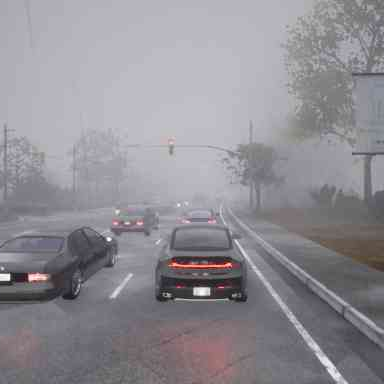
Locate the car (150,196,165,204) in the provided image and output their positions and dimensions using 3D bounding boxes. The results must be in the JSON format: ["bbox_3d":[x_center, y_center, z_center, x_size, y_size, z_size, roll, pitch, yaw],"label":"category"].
[{"bbox_3d":[-6.493,1.526,63.159,1.812,1.442,4.674,0,0,8],"label":"car"}]

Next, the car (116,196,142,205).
[{"bbox_3d":[-8.557,1.352,44.333,2.097,1.767,4.553,0,0,5],"label":"car"}]

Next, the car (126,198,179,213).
[{"bbox_3d":[-4.237,1.601,35.867,4.718,1.301,1.895,0,0,-25],"label":"car"}]

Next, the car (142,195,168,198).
[{"bbox_3d":[-4.959,1.478,45.322,1.882,1.535,5.008,0,0,5],"label":"car"}]

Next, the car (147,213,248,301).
[{"bbox_3d":[0.214,1.505,8.283,1.837,1.490,4.892,0,0,1],"label":"car"}]

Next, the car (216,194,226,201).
[{"bbox_3d":[7.525,1.393,85.393,2.128,1.511,4.902,0,0,10],"label":"car"}]

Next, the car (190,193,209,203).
[{"bbox_3d":[1.588,1.217,69.623,2.150,2.045,5.566,0,-1,8],"label":"car"}]

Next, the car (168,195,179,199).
[{"bbox_3d":[-3.948,1.564,55.206,1.994,1.385,4.181,0,0,6],"label":"car"}]

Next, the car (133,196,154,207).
[{"bbox_3d":[-7.679,1.491,53.280,2.128,1.511,4.902,0,0,6],"label":"car"}]

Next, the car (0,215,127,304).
[{"bbox_3d":[-3.298,1.547,8.365,2.033,1.411,5.357,0,0,1],"label":"car"}]

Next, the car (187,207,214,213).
[{"bbox_3d":[0.458,1.526,17.530,1.812,1.442,4.674,0,0,4],"label":"car"}]

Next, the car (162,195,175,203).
[{"bbox_3d":[-5.060,1.500,73.368,1.837,1.490,4.892,0,0,8],"label":"car"}]

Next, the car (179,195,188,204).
[{"bbox_3d":[-2.704,1.491,65.114,2.128,1.511,4.902,0,0,8],"label":"car"}]

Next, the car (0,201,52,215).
[{"bbox_3d":[-16.977,1.601,34.100,4.718,1.301,1.895,0,0,5],"label":"car"}]

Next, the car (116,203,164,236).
[{"bbox_3d":[-3.015,1.547,18.432,2.033,1.411,5.357,0,0,2],"label":"car"}]

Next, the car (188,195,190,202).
[{"bbox_3d":[-1.236,1.524,75.280,2.128,1.511,4.902,0,0,9],"label":"car"}]

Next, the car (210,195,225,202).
[{"bbox_3d":[5.848,1.519,75.269,1.812,1.442,4.674,0,0,9],"label":"car"}]
